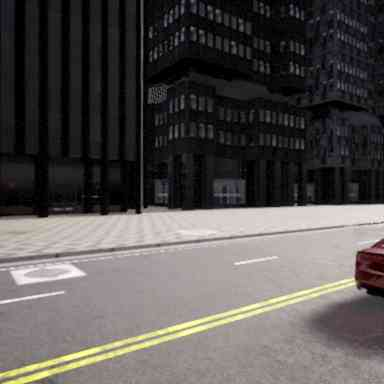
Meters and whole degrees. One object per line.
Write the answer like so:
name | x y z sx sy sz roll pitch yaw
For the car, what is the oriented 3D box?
car | 5.684 1.514 7.519 5.008 1.535 1.882 0 0 -35
